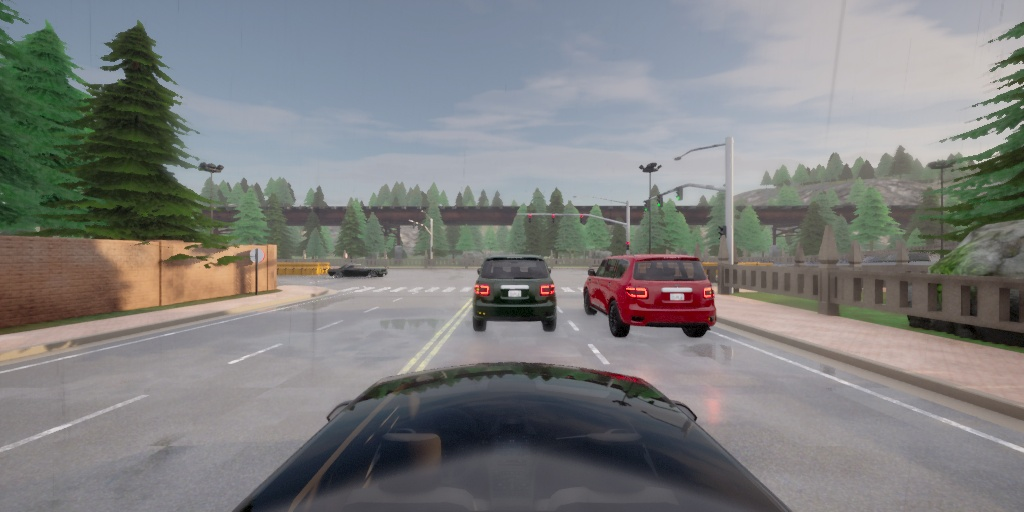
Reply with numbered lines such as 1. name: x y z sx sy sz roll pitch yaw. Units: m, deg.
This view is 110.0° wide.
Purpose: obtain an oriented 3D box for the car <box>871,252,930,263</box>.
1. car: 45.524 0.652 42.045 5.566 2.045 2.150 -3 0 -1

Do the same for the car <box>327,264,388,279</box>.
1. car: -13.508 1.351 31.608 4.718 1.301 1.895 0 0 0

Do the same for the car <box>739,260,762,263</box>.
1. car: 25.828 1.241 42.097 4.902 1.511 2.128 0 0 0

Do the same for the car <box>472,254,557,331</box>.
1. car: 0.070 0.971 11.063 2.150 2.045 5.566 0 0 0

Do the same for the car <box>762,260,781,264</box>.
1. car: 31.376 1.297 45.588 5.357 1.411 2.033 0 0 0

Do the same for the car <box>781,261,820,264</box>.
1. car: 34.741 1.302 42.068 4.181 1.385 1.994 0 0 0

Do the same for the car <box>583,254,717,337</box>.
1. car: 3.570 0.971 10.386 2.150 2.045 5.566 0 0 0

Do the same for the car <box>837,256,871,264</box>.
1. car: 41.756 1.081 45.553 4.902 1.511 2.128 -2 0 0
